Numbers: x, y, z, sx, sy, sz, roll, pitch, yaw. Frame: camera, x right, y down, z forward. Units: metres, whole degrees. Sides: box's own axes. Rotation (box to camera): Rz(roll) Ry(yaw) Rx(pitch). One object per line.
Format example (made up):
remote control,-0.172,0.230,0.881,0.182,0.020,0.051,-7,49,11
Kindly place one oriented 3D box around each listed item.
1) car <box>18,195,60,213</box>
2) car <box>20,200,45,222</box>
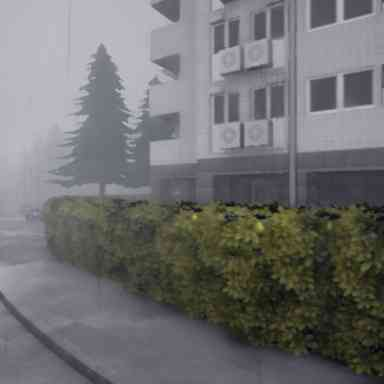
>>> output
car,-14.985,1.350,33.686,2.150,2.045,5.566,0,0,12
car,-11.997,1.670,27.729,1.994,1.385,4.181,0,0,3
